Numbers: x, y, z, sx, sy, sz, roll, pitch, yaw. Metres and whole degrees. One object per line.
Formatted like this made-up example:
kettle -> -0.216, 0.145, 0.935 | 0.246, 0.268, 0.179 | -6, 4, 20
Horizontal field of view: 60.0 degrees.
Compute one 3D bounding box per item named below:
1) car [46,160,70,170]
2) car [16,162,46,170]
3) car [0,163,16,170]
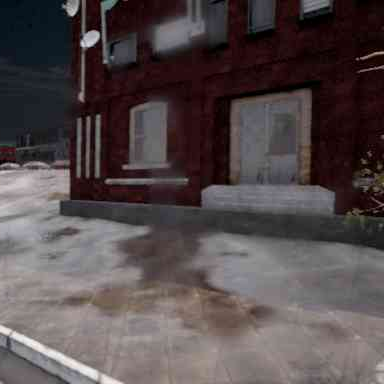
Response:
car -> -15.906, -3.370, 42.859 | 4.553, 1.767, 2.185 | 1, 1, 26
car -> -20.987, -3.366, 45.302 | 4.892, 1.521, 2.231 | 1, 1, 27
car -> -25.819, -3.427, 47.760 | 4.674, 1.452, 2.002 | 1, 1, 28
